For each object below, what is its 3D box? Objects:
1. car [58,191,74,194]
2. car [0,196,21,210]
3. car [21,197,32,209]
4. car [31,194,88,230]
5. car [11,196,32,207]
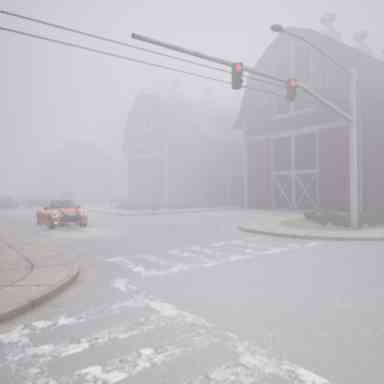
[{"bbox_3d":[-18.470,0.915,47.355,3.866,1.878,1.905,-3,6,11],"label":"car"},{"bbox_3d":[-22.188,1.231,39.427,2.097,1.767,4.553,-2,1,-36],"label":"car"},{"bbox_3d":[-19.934,1.264,42.415,1.882,1.535,5.008,-2,1,-36],"label":"car"},{"bbox_3d":[-8.080,1.236,20.478,2.097,1.767,4.553,-1,1,-37],"label":"car"},{"bbox_3d":[-25.765,1.391,50.178,2.033,1.411,5.357,-1,1,-37],"label":"car"}]
